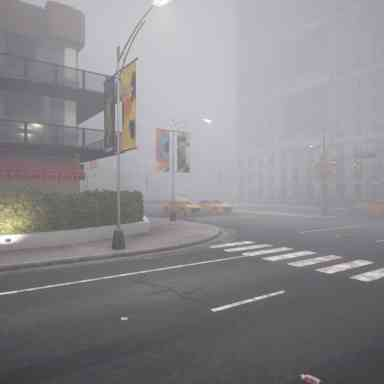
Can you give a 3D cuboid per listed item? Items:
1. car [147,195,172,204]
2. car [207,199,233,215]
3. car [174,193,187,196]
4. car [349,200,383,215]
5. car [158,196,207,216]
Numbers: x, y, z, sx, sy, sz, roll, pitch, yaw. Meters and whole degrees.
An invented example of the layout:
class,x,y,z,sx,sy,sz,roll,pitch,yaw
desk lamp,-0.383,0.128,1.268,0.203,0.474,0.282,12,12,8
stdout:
class,x,y,z,sx,sy,sz,roll,pitch,yaw
car,-6.142,1.601,59.288,4.718,1.301,1.895,0,0,42
car,2.090,1.478,34.307,1.882,1.535,5.008,0,0,-35
car,-2.530,1.221,62.095,2.150,2.045,5.566,0,0,-20
car,17.864,1.477,32.252,1.882,1.535,5.008,0,0,-35
car,-1.037,1.478,32.669,1.882,1.535,5.008,0,0,-35
